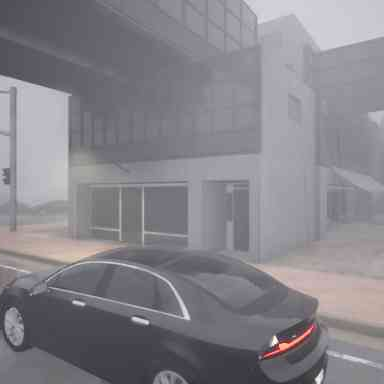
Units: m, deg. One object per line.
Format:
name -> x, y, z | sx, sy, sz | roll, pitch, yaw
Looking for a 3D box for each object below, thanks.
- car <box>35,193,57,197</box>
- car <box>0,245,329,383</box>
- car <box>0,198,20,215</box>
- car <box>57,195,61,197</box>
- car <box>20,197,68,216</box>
car -> -31.186, 1.153, 69.859 | 4.605, 1.855, 1.932 | 0, 0, 35
car -> -0.773, 1.505, 4.544 | 4.892, 1.490, 1.837 | 0, 0, 36
car -> -18.329, 1.564, 33.134 | 1.994, 1.385, 4.181 | 0, 0, 36
car -> -29.458, 1.364, 72.184 | 3.905, 1.438, 1.784 | 0, 0, 35
car -> -13.952, 1.505, 33.186 | 1.837, 1.490, 4.892 | 0, 0, 36
